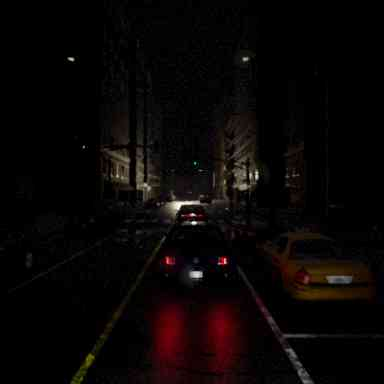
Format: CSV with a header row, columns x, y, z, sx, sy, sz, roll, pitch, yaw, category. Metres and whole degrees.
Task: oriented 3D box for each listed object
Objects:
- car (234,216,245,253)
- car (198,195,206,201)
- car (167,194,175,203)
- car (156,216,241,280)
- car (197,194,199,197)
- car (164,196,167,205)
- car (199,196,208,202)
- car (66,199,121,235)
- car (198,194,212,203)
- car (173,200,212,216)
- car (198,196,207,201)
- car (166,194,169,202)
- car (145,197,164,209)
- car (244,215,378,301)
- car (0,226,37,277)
x,y,z,sx,sy,sz,roll,pitch,yaw,category
2.640,1.596,13.506,1.802,1.307,4.206,0,0,0,car
2.657,1.595,89.187,1.752,1.417,4.829,0,0,0,car
-5.372,1.627,72.663,1.947,1.339,4.313,0,0,0,car
0.102,1.611,9.881,1.895,1.301,4.718,0,0,0,car
2.653,1.501,72.655,1.967,1.590,4.097,0,0,0,car
-5.377,1.593,50.847,1.887,1.381,4.507,0,0,0,car
2.654,1.608,78.109,1.887,1.381,4.507,0,0,0,car
-5.383,1.334,18.929,2.192,1.841,5.009,0,0,0,car
2.651,1.496,61.746,1.967,1.590,4.097,0,0,0,car
-0.101,1.527,21.479,1.837,1.490,4.892,0,0,-5,car
2.655,1.617,83.563,2.008,1.369,4.403,0,0,0,car
-5.375,1.577,56.131,1.752,1.417,4.829,0,0,0,car
-5.378,1.594,45.392,2.008,1.369,4.403,0,0,0,car
2.639,1.534,8.263,1.752,1.417,4.829,0,0,0,car
-5.386,1.559,8.104,2.008,1.369,4.403,0,0,0,car
